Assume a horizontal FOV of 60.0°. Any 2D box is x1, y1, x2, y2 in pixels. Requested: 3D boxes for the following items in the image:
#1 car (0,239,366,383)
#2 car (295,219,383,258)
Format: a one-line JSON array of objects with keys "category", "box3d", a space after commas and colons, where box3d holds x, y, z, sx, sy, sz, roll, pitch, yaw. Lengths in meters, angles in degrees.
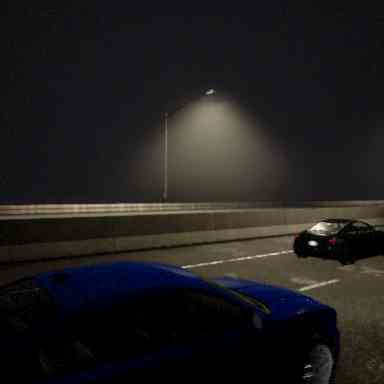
[{"category": "car", "box3d": [-0.480, 1.491, 3.404, 5.008, 1.535, 1.882, 1, 0, -35]}, {"category": "car", "box3d": [5.579, 1.667, 12.021, 4.181, 1.385, 1.994, 1, 0, -35]}]
